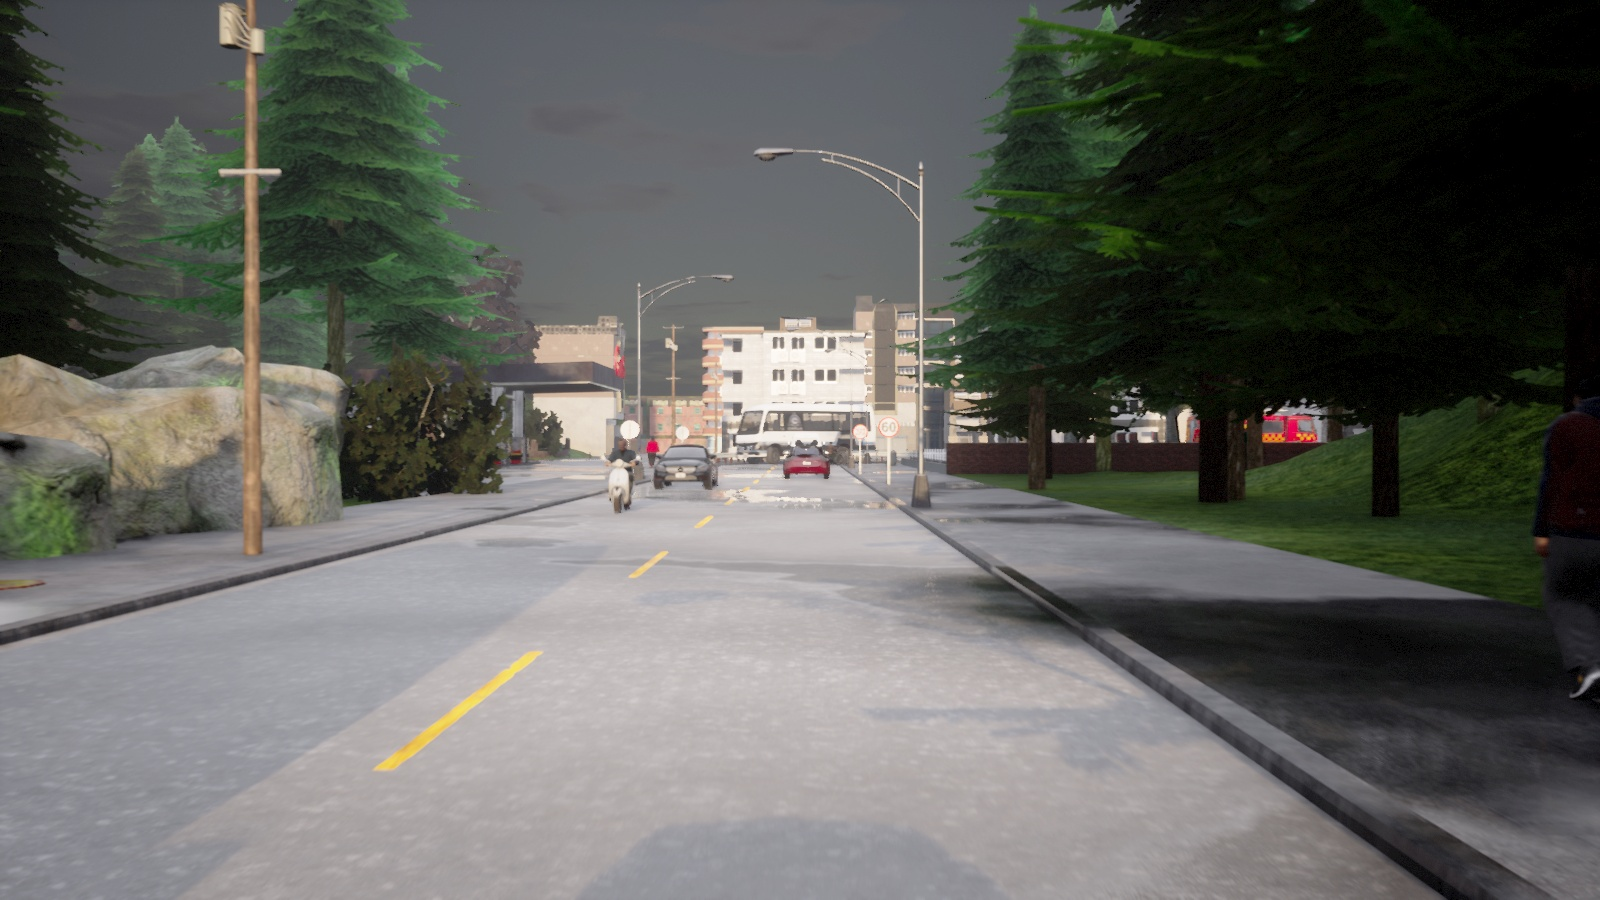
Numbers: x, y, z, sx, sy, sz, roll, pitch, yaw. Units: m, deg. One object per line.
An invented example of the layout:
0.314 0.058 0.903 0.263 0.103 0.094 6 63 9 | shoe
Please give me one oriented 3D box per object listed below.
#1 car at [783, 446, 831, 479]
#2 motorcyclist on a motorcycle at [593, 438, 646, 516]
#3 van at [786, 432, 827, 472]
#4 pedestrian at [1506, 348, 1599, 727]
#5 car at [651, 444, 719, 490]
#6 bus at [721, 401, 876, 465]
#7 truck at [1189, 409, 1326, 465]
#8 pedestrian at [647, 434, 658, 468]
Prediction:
0.291 0.505 54.141 1.994 1.385 4.181 0 0 0 | car
-3.835 0.546 26.797 0.866 1.590 1.817 0 1 0 | motorcyclist on a motorcycle
0.345 0.094 66.867 2.069 2.038 4.480 0 0 0 | van
4.195 0.423 6.516 0.634 1.844 0.899 0 0 8 | pedestrian
-3.758 0.534 41.614 1.812 1.442 4.674 0 0 0 | car
-0.053 -1.122 87.759 10.273 4.253 3.944 0 0 -33 | bus
31.676 -0.884 87.167 8.468 3.827 2.891 0 0 0 | truck
-8.220 0.055 70.017 0.634 1.844 0.899 0 0 -5 | pedestrian
